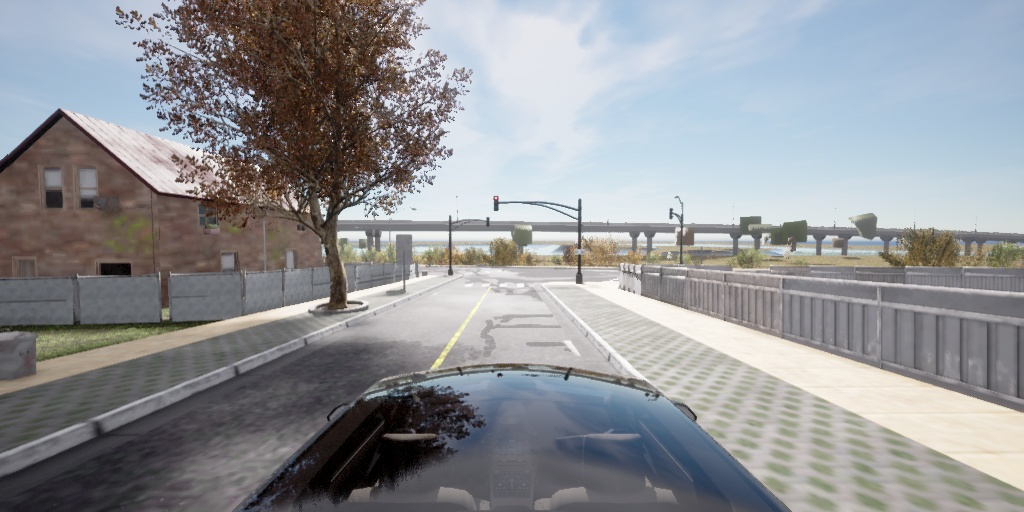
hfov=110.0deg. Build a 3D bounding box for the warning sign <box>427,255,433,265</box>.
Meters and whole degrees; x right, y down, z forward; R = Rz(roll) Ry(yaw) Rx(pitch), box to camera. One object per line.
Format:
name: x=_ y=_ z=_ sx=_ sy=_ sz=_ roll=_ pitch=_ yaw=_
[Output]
warning sign: x=-14.265 y=0.745 z=62.125 sx=1.060 sy=1.860 sz=1.300 roll=0 pitch=0 yaw=36
